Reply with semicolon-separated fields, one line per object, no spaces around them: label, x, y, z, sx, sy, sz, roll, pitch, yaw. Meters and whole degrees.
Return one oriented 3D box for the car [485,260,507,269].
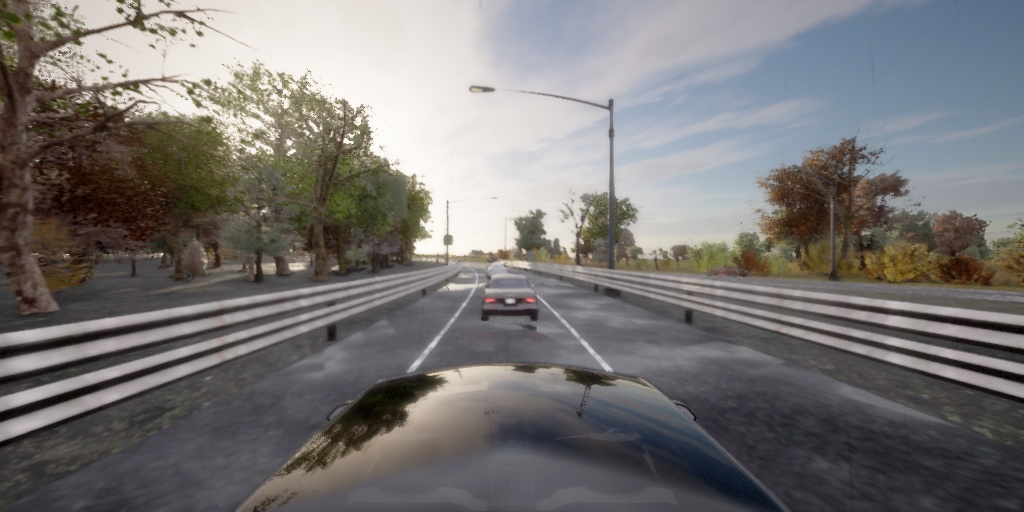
car;-1.413;1.420;33.879;1.812;1.442;4.674;0;0;-5

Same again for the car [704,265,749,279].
car;22.627;1.634;37.976;1.994;1.385;4.181;0;0;-26

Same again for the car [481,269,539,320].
car;-0.117;1.353;12.790;2.033;1.411;5.357;0;0;-2

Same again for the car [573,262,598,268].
car;12.135;1.640;59.596;1.895;1.301;4.718;0;0;-26
